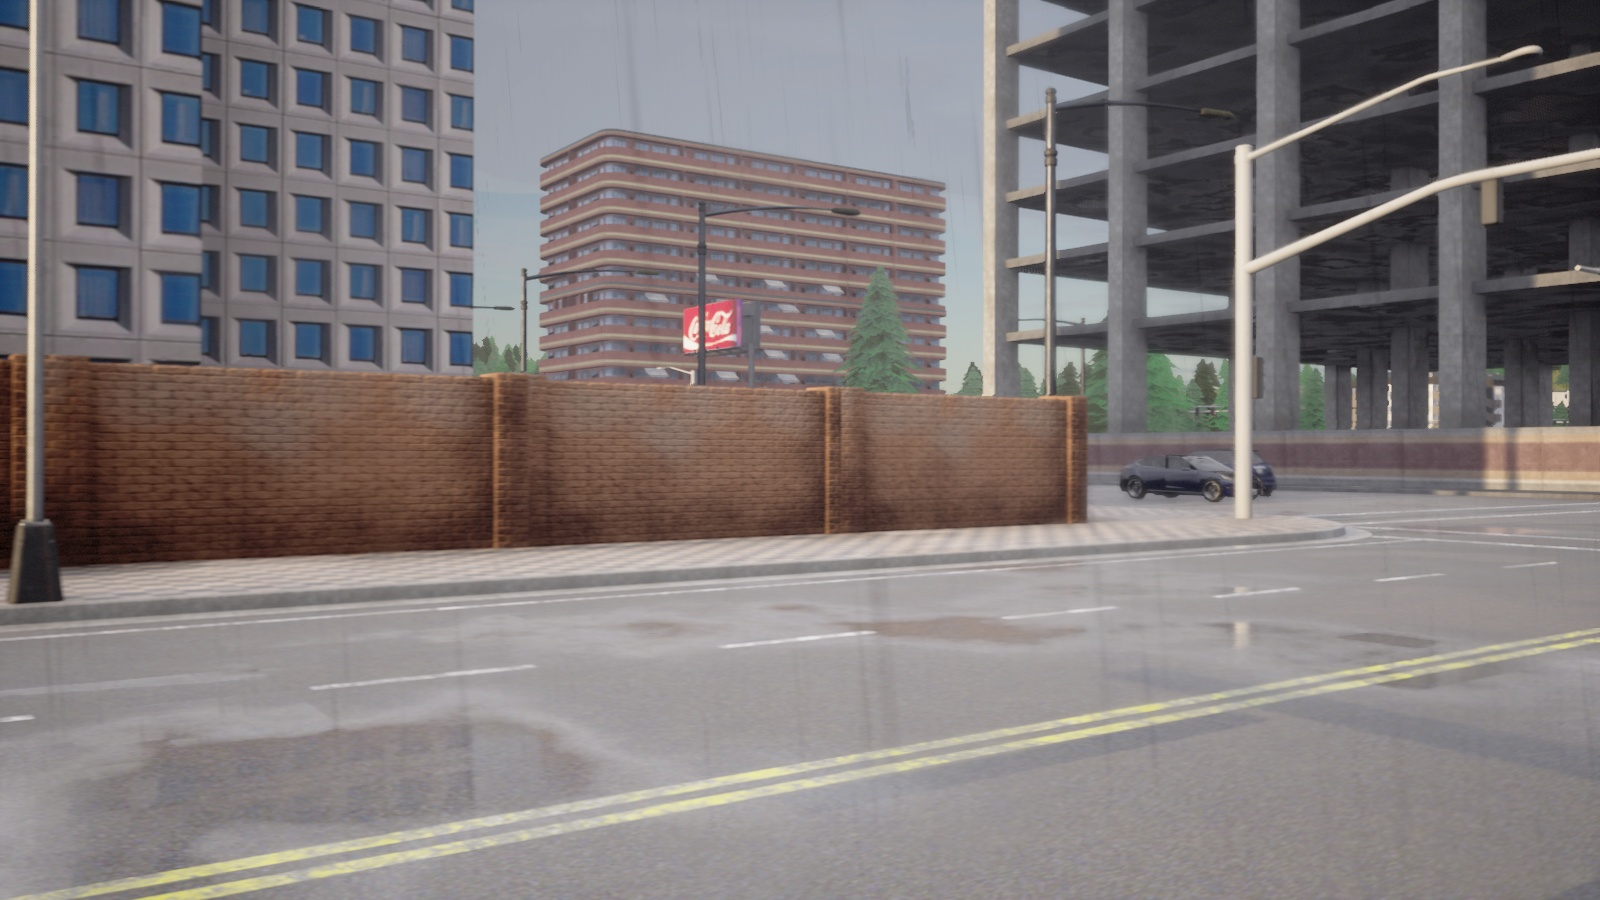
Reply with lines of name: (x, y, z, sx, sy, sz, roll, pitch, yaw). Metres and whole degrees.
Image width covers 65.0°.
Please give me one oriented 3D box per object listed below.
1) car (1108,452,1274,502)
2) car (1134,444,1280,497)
car: (12.484, 0.817, 40.404, 2.163, 1.488, 4.792, 0, 0, -34)
car: (14.214, 0.681, 44.075, 2.097, 1.767, 4.553, 0, 0, -34)
